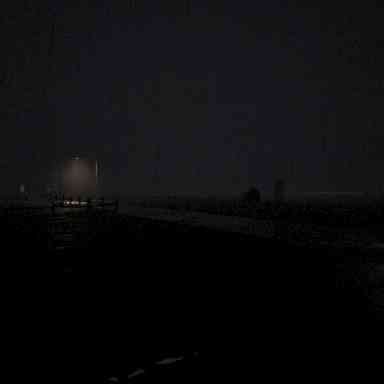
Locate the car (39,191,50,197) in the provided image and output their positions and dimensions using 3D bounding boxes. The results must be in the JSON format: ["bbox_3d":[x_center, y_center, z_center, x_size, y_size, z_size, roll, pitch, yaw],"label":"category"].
[{"bbox_3d":[-35.880,0.424,80.955,1.837,1.490,4.892,-1,1,-35],"label":"car"}]
